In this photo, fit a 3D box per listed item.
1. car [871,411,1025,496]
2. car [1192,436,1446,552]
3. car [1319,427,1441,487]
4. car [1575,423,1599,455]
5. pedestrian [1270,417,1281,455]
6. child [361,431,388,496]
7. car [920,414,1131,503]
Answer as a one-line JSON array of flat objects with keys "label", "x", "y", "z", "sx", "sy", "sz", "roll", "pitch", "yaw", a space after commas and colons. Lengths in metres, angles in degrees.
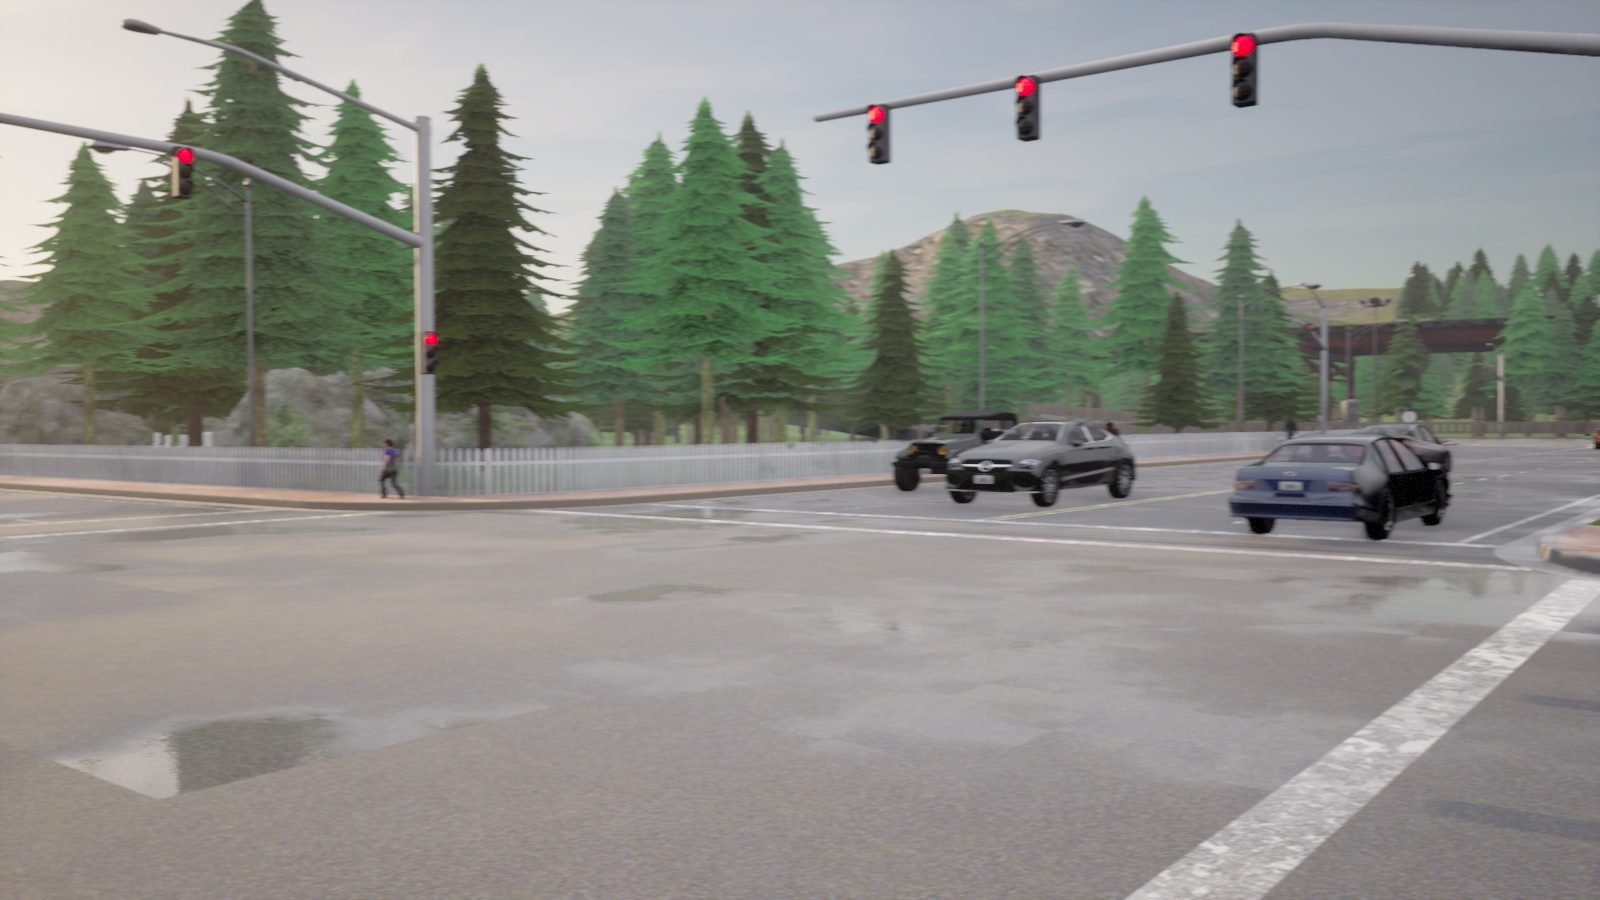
[{"label": "car", "x": 3.597, "y": 0.037, "z": 30.073, "sx": 1.905, "sy": 1.878, "sz": 3.866, "roll": 1, "pitch": 1, "yaw": 39}, {"label": "car", "x": 7.794, "y": 0.525, "z": 18.504, "sx": 2.033, "sy": 1.411, "sz": 5.357, "roll": 1, "pitch": 1, "yaw": 39}, {"label": "car", "x": 15.861, "y": 0.133, "z": 34.224, "sx": 2.007, "sy": 1.525, "sz": 4.514, "roll": 1, "pitch": 1, "yaw": 39}, {"label": "car", "x": 45.924, "y": -0.631, "z": 71.899, "sx": 2.097, "sy": 1.767, "sz": 4.553, "roll": 1, "pitch": 1, "yaw": 39}, {"label": "pedestrian", "x": 23.343, "y": -0.678, "z": 61.634, "sx": 0.353, "sy": 1.847, "sz": 0.614, "roll": 1, "pitch": 1, "yaw": 39}, {"label": "child", "x": -8.400, "y": 0.257, "z": 24.796, "sx": 0.437, "sy": 1.263, "sz": 0.270, "roll": 1, "pitch": 1, "yaw": 31}, {"label": "car", "x": 4.767, "y": 0.104, "z": 25.928, "sx": 2.152, "sy": 1.651, "sz": 5.027, "roll": 1, "pitch": 1, "yaw": 39}]
